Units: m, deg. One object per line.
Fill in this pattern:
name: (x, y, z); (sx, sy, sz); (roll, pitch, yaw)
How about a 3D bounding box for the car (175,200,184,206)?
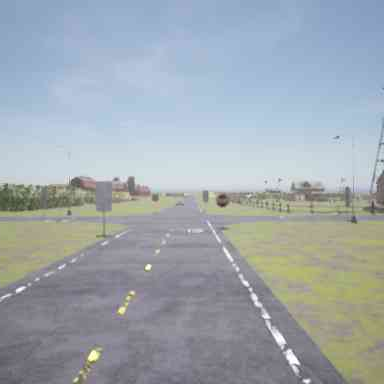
car: (-2.737, 2.384, 73.365); (1.895, 1.301, 4.718); (0, -1, 0)
